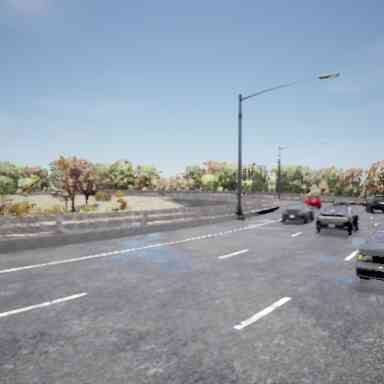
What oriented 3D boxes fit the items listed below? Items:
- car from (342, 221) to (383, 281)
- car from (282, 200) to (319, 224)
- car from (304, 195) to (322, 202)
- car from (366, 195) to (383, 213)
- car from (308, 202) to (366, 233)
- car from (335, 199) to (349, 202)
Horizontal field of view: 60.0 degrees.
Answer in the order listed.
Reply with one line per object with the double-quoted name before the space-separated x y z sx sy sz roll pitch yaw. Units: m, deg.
"car" 6.005 1.600 9.349 2.033 1.411 5.357 0 0 37
"car" 8.337 1.607 25.919 1.812 1.442 4.674 1 0 29
"car" 17.638 1.393 48.609 2.150 2.045 5.566 1 0 16
"car" 22.070 1.424 39.479 2.150 2.045 5.566 1 0 20
"car" 8.655 1.572 19.543 2.128 1.511 4.902 0 0 33
"car" 20.141 1.695 44.880 1.837 1.490 4.892 1 0 17
